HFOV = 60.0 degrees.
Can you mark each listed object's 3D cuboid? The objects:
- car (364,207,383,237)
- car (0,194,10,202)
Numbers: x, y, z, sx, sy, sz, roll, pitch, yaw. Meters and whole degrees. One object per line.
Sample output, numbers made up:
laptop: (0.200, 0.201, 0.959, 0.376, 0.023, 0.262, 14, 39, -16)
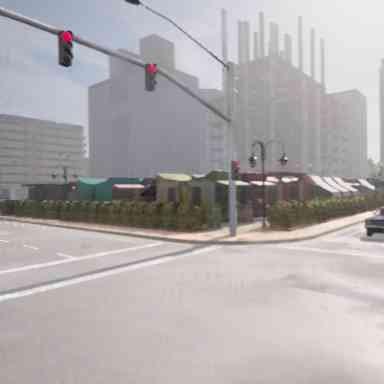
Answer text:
car: (9.704, 1.355, 15.862, 1.895, 1.301, 4.718, -1, 0, 40)
car: (-35.056, 1.353, 60.301, 1.905, 1.878, 3.866, -1, 0, 40)
